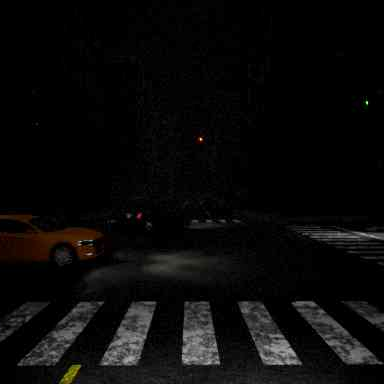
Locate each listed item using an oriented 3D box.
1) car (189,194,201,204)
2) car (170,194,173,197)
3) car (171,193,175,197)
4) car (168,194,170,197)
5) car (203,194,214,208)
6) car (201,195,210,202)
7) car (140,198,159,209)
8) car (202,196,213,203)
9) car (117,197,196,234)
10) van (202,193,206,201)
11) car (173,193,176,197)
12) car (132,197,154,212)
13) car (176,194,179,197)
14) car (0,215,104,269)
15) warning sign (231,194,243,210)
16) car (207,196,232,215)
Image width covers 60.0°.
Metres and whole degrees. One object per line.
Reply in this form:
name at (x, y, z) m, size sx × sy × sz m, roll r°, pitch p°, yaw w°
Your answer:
car at (0.346, 1.566, 63.712) m, size 1.994 × 1.385 × 4.181 m, roll 0°, pitch 0°, yaw 0°
car at (-5.493, 1.567, 67.392) m, size 1.947 × 1.339 × 4.313 m, roll 0°, pitch 0°, yaw 0°
car at (-5.462, 1.544, 73.060) m, size 1.887 × 1.381 × 4.507 m, roll 0°, pitch 0°, yaw 0°
car at (-5.525, 1.527, 61.554) m, size 1.752 × 1.417 × 4.829 m, roll 0°, pitch 0°, yaw 0°
car at (2.908, 1.443, 44.677) m, size 1.967 × 1.590 × 4.097 m, roll 0°, pitch 0°, yaw 0°
car at (3.095, 1.437, 78.692) m, size 1.967 × 1.590 × 4.097 m, roll 0°, pitch 0°, yaw 0°
car at (-5.617, 1.569, 44.720) m, size 1.947 × 1.339 × 4.313 m, roll 0°, pitch 0°, yaw 0°
car at (3.033, 1.552, 67.354) m, size 2.008 × 1.369 × 4.403 m, roll 0°, pitch 0°, yaw 0°
car at (-2.147, 1.353, 19.733) m, size 2.097 × 1.767 × 4.553 m, roll 0°, pitch 0°, yaw 38°
van at (2.970, 1.344, 56.015) m, size 1.690 × 1.788 × 3.998 m, roll 0°, pitch 0°, yaw 0°
car at (-5.432, 1.522, 78.559) m, size 1.752 × 1.417 × 4.829 m, roll 0°, pitch 0°, yaw 0°
car at (-5.648, 1.443, 39.051) m, size 1.967 × 1.590 × 4.097 m, roll 0°, pitch 0°, yaw 0°
car at (-5.369, 1.307, 90.065) m, size 2.192 × 1.841 × 5.009 m, roll 0°, pitch 0°, yaw 0°
car at (-5.379, 1.474, 10.627) m, size 5.008 × 1.535 × 1.882 m, roll 0°, pitch 0°, yaw 0°
warning sign at (5.280, 1.118, 39.319) m, size 1.300 × 1.860 × 1.060 m, roll 0°, pitch 0°, yaw 0°
car at (2.846, 1.442, 33.339) m, size 1.967 × 1.590 × 4.097 m, roll 0°, pitch 0°, yaw 0°
